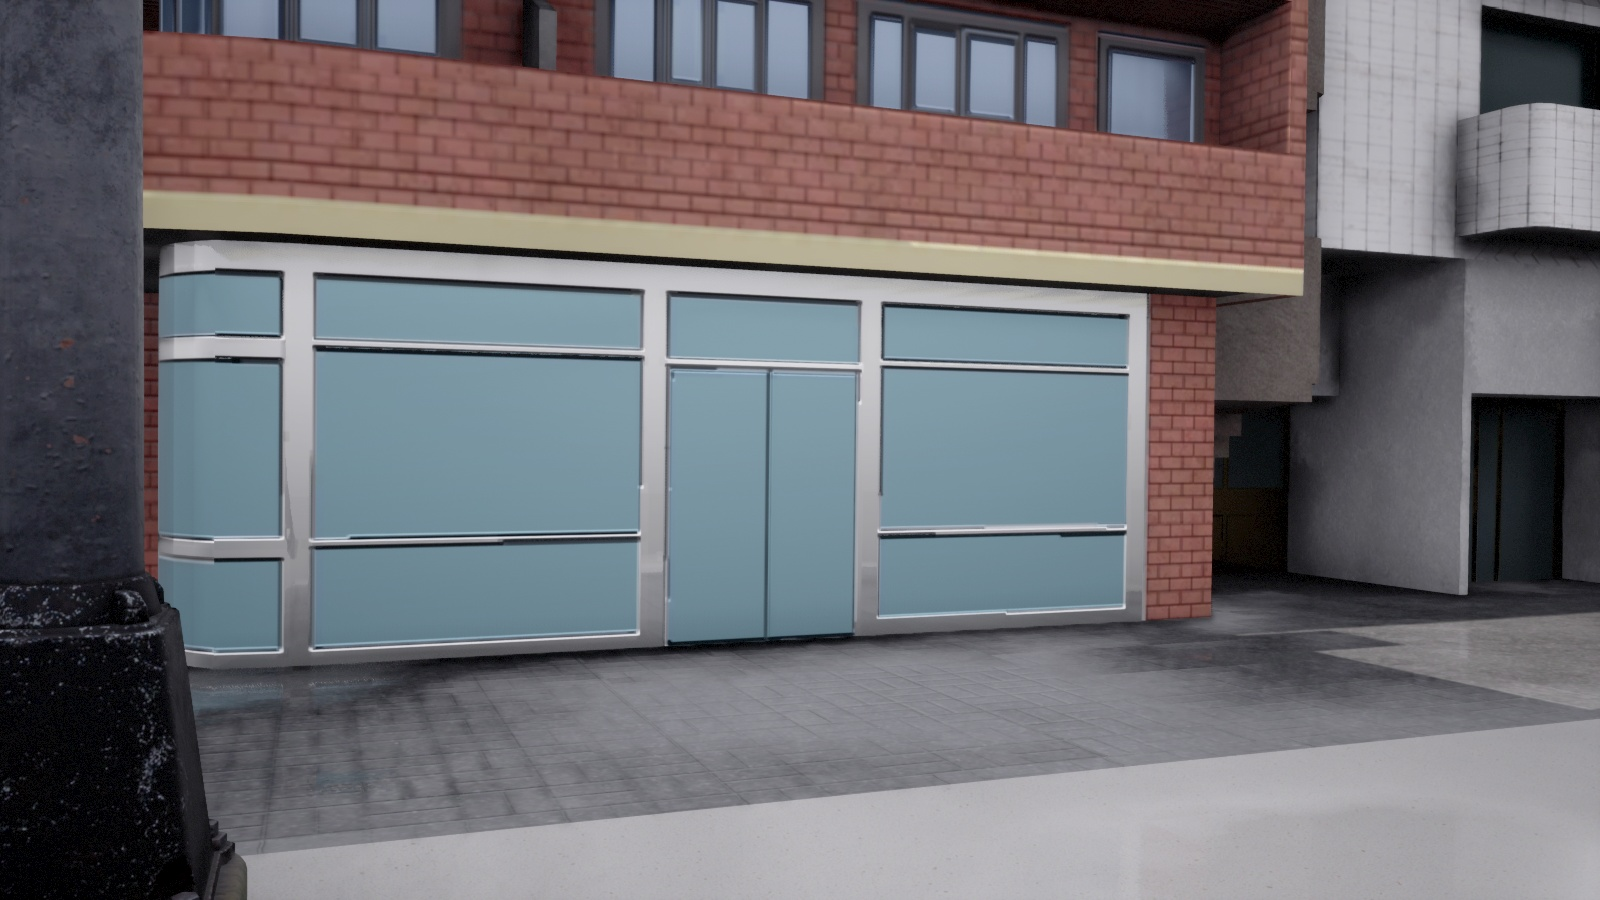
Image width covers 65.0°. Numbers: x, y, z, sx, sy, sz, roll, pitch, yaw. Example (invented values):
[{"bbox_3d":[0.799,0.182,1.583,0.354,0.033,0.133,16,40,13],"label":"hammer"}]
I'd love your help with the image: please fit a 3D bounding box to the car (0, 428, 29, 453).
[{"bbox_3d":[-51.277,-0.601,80.777,1.789,1.549,3.705,-1,2,-14],"label":"car"}]
